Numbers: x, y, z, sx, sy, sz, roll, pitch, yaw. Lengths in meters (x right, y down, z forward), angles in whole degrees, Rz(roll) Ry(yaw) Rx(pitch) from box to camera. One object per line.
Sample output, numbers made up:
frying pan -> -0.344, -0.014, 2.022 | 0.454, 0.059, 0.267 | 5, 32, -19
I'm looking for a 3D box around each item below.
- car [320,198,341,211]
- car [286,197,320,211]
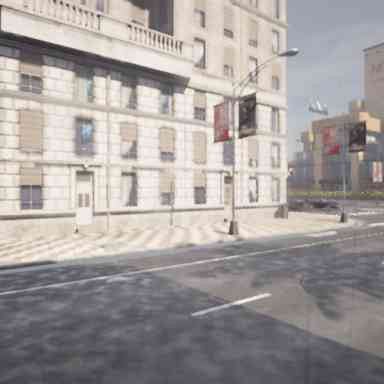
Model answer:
car -> 15.391, 1.402, 40.128 | 1.882, 1.535, 5.008 | 0, 0, -36
car -> 12.113, 1.495, 38.665 | 1.994, 1.385, 4.181 | 0, 0, -36
